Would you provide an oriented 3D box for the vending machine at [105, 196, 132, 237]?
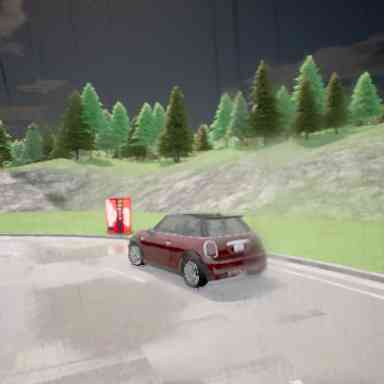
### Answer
[{"bbox_3d":[-3.991,1.298,18.164,0.880,2.100,1.100,-2,0,27],"label":"vending machine"}]

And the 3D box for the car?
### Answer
[{"bbox_3d":[-0.099,1.349,9.527,2.097,1.767,4.553,-2,0,-34],"label":"car"}]
